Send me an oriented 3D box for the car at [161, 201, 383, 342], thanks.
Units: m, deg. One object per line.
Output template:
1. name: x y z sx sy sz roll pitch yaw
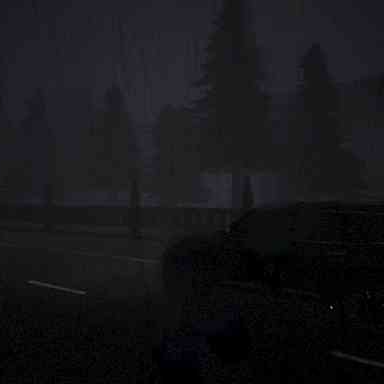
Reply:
1. car: 1.981 1.217 6.684 5.566 2.045 2.150 -1 0 34
